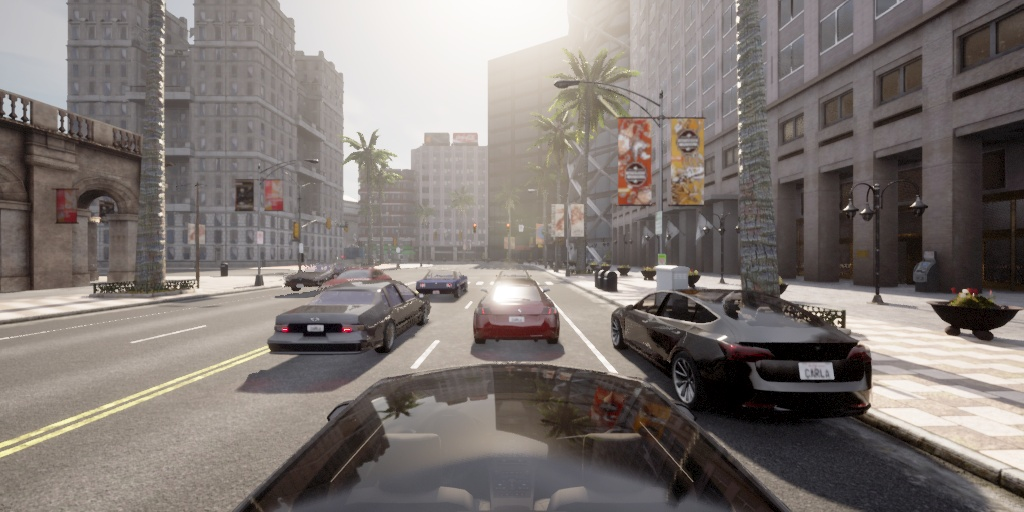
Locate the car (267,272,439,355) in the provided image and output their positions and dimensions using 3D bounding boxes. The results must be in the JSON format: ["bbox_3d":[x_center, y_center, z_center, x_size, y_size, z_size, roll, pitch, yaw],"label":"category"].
[{"bbox_3d":[-3.406,1.297,8.725,2.033,1.411,5.357,0,0,0],"label":"car"}]

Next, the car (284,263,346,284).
[{"bbox_3d":[-10.511,1.096,20.426,2.033,1.411,5.357,0,0,0],"label":"car"}]

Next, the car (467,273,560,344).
[{"bbox_3d":[0.096,1.314,9.610,1.994,1.385,4.181,0,0,0],"label":"car"}]

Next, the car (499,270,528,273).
[{"bbox_3d":[0.090,1.351,18.418,1.895,1.301,4.718,0,0,0],"label":"car"}]

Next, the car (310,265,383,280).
[{"bbox_3d":[-7.050,1.275,16.699,1.812,1.442,4.674,0,0,1],"label":"car"}]

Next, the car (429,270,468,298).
[{"bbox_3d":[-3.410,1.351,18.374,1.895,1.301,4.718,0,0,0],"label":"car"}]
